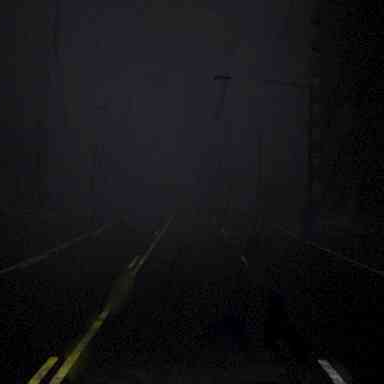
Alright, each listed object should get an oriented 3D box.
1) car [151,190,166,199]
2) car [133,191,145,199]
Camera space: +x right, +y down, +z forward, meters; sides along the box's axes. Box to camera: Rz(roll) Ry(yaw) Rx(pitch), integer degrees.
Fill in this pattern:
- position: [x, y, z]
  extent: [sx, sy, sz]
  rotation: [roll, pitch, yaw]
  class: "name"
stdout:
- position: [-7.020, 0.652, 66.802]
  extent: [2.033, 1.411, 5.357]
  rotation: [0, 1, 0]
  class: "car"
- position: [-10.521, 0.605, 66.789]
  extent: [1.837, 1.490, 4.892]
  rotation: [0, 1, 0]
  class: "car"
